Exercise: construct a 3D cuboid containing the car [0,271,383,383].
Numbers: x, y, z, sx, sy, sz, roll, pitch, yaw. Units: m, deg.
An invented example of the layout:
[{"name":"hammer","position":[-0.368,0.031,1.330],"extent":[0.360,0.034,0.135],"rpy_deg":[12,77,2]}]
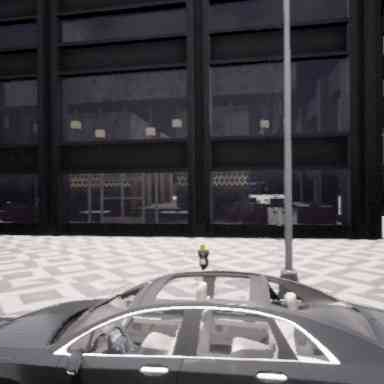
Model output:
[{"name":"car","position":[-0.120,1.537,3.319],"extent":[4.403,1.369,2.008],"rpy_deg":[-1,0,9]}]
